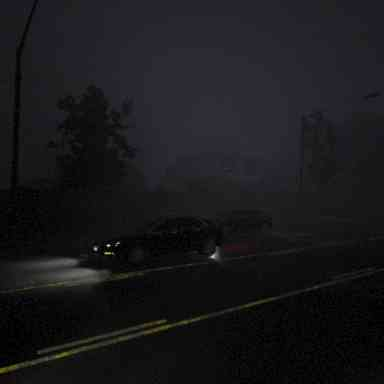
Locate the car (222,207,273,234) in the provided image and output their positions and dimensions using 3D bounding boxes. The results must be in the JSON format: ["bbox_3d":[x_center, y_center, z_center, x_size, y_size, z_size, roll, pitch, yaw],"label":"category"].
[{"bbox_3d":[2.451,1.604,18.641,4.892,1.490,1.837,1,0,-36],"label":"car"}]

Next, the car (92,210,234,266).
[{"bbox_3d":[-1.045,1.550,11.847,4.892,1.490,1.837,0,0,-35],"label":"car"}]
